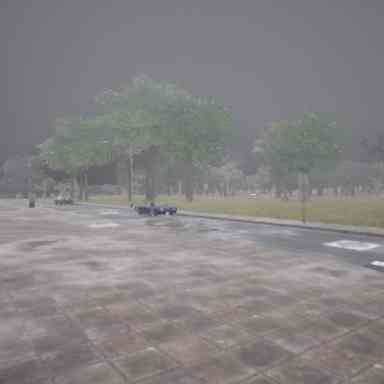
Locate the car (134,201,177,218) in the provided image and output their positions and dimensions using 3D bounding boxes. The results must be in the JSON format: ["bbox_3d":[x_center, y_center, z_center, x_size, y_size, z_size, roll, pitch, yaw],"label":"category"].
[{"bbox_3d":[-3.310,1.466,29.300,1.895,1.301,4.718,-2,1,-35],"label":"car"}]

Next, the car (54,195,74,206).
[{"bbox_3d":[-20.902,1.255,54.072,2.097,1.767,4.553,-2,1,-36],"label":"car"}]
